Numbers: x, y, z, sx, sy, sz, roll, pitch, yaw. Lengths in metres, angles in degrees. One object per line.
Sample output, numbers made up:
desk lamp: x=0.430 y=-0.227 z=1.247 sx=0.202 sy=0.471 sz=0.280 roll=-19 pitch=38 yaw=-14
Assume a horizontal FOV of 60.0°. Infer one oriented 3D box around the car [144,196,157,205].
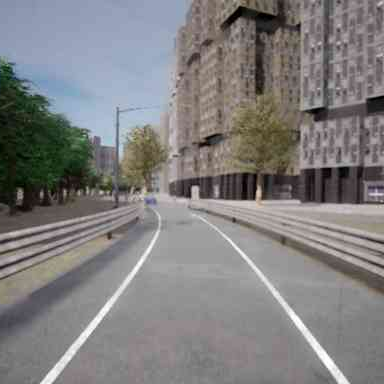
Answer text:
car: x=-7.393 y=1.468 z=58.879 sx=1.812 sy=1.442 sz=4.674 roll=0 pitch=0 yaw=-19
